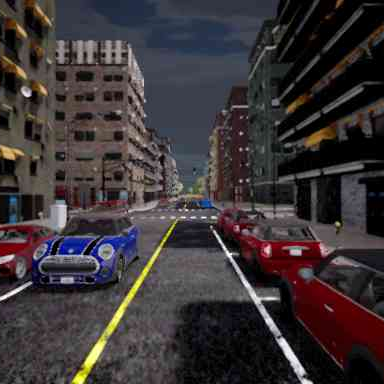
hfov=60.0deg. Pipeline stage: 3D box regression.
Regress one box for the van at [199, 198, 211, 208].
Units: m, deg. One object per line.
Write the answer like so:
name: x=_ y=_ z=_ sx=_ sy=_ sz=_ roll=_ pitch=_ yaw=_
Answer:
van: x=2.587 y=1.885 z=59.409 sx=1.690 sy=1.788 sz=3.998 roll=0 pitch=-1 yaw=0

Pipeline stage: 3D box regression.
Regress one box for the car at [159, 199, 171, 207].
car: x=-5.258 y=2.139 z=65.160 sx=1.887 sy=1.381 sz=4.507 roll=0 pitch=-1 yaw=0

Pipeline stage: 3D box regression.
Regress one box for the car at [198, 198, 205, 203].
car: x=2.600 y=2.416 z=93.009 sx=1.802 sy=1.307 sz=4.206 roll=0 pitch=0 yaw=0

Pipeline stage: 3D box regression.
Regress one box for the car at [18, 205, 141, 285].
car: x=-2.843 y=1.446 z=9.852 sx=2.097 sy=1.767 sz=4.553 roll=0 pitch=-1 yaw=0

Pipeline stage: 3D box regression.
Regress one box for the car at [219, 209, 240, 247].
car: x=2.570 y=1.588 z=15.773 sx=1.967 sy=1.590 sz=4.097 roll=0 pitch=-1 yaw=0

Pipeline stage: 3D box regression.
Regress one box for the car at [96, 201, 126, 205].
car: x=-5.308 y=1.515 z=21.371 sx=2.192 sy=1.841 sz=5.009 roll=0 pitch=-1 yaw=0

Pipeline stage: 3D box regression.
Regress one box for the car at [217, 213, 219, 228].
car: x=2.572 y=1.744 z=21.366 sx=1.887 sy=1.381 sz=4.507 roll=0 pitch=-1 yaw=0

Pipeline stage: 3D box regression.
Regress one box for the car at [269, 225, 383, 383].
car: x=2.566 y=1.484 z=4.585 sx=1.967 sy=1.590 sz=4.097 roll=0 pitch=-1 yaw=0

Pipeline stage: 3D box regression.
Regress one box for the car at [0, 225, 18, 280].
car: x=-5.312 y=1.679 z=10.180 sx=1.802 sy=1.307 sz=4.206 roll=0 pitch=-1 yaw=0

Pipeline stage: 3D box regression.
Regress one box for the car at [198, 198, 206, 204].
car: x=2.598 y=2.314 z=87.579 sx=1.752 sy=1.417 sz=4.829 roll=0 pitch=0 yaw=0

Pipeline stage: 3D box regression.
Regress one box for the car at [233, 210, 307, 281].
car: x=2.568 y=1.536 z=10.179 sx=1.967 sy=1.590 sz=4.097 roll=0 pitch=-1 yaw=0

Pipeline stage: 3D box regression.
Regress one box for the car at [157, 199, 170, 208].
car: x=-5.260 y=2.127 z=59.571 sx=1.802 sy=1.307 sz=4.206 roll=0 pitch=-1 yaw=0

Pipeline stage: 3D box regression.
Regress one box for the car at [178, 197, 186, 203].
car: x=-2.716 y=2.119 z=90.607 sx=2.097 sy=1.767 sz=4.553 roll=0 pitch=0 yaw=0
